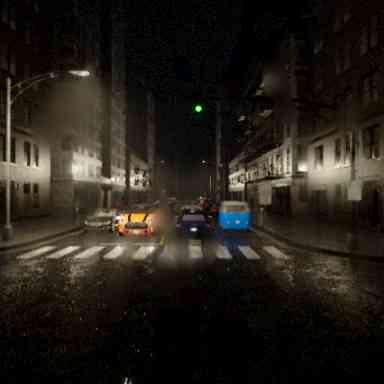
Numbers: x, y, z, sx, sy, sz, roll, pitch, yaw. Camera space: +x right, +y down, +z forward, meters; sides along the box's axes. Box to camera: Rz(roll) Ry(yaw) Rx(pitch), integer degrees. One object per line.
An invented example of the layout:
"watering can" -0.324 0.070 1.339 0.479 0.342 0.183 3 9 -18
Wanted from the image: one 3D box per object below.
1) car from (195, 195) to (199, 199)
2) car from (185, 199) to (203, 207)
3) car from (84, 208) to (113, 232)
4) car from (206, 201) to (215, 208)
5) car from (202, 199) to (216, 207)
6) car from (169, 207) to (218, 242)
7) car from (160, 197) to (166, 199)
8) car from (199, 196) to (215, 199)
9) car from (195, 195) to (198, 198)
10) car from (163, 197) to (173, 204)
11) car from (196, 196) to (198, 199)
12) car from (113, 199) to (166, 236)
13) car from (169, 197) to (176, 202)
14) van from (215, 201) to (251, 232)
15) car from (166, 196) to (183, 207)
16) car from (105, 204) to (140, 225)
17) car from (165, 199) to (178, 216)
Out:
"car" 2.511 2.137 83.382 1.947 1.339 4.313 0 0 0
"car" 0.033 1.907 42.738 1.895 1.301 4.718 0 0 0
"car" -5.419 1.703 20.868 2.008 1.369 4.403 0 0 0
"car" 2.589 1.815 32.251 1.802 1.307 4.206 0 0 0
"car" 2.572 1.894 43.614 1.802 1.307 4.206 0 0 0
"car" 0.076 1.688 17.083 1.994 1.385 4.181 0 0 0
"car" -5.480 1.989 60.640 1.947 1.339 4.313 0 0 0
"car" 2.563 1.664 49.297 2.192 1.841 5.009 0 0 0
"car" 2.493 2.170 94.914 1.752 1.417 4.829 0 0 0
"car" -5.506 1.975 77.686 1.967 1.590 4.097 0 0 0
"car" 2.528 2.048 72.019 2.008 1.369 4.403 0 0 0
"car" -2.874 1.493 19.361 2.097 1.767 4.553 0 0 0
"car" -5.532 2.226 94.730 1.802 1.307 4.206 0 0 0
"van" 2.606 1.492 20.891 1.690 1.788 3.998 0 0 0
"car" -2.844 1.886 53.821 1.837 1.490 4.892 0 -1 0
"car" -5.428 1.738 26.550 1.887 1.381 4.507 0 0 0
"car" -2.891 1.736 33.812 2.128 1.511 4.902 0 0 0
